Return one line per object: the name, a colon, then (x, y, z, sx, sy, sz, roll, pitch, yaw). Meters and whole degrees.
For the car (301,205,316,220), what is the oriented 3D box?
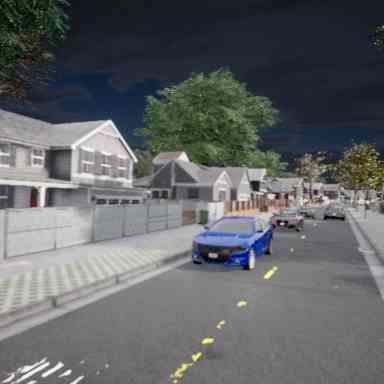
car: (11.948, 2.112, 35.103, 1.994, 1.385, 4.181, 1, -1, 24)

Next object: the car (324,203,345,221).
car: (14.595, 2.174, 34.041, 1.994, 1.385, 4.181, 1, 0, 24)

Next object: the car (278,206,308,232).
car: (6.598, 1.893, 23.089, 1.994, 1.385, 4.181, 1, 0, 24)

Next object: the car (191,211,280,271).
car: (1.627, 1.603, 11.848, 1.882, 1.535, 5.008, 1, -1, 24)
